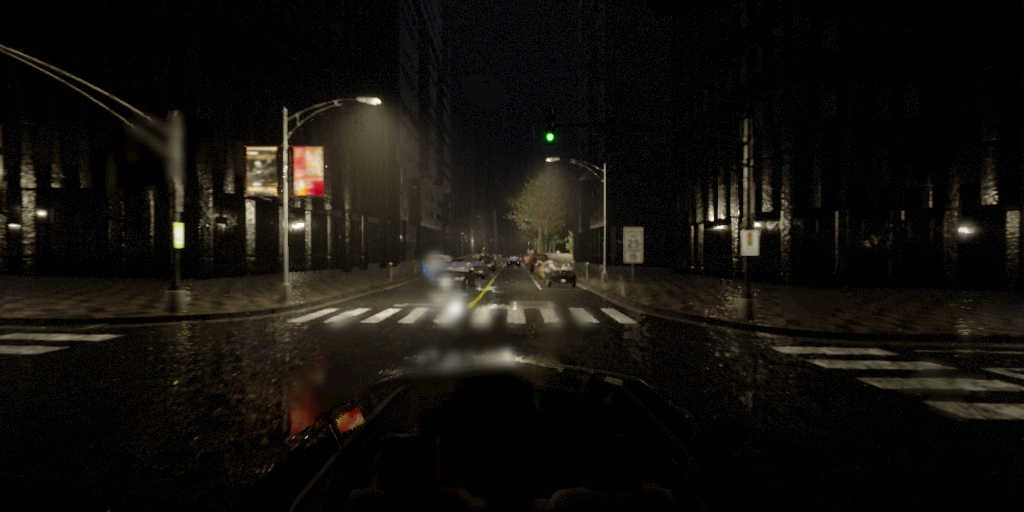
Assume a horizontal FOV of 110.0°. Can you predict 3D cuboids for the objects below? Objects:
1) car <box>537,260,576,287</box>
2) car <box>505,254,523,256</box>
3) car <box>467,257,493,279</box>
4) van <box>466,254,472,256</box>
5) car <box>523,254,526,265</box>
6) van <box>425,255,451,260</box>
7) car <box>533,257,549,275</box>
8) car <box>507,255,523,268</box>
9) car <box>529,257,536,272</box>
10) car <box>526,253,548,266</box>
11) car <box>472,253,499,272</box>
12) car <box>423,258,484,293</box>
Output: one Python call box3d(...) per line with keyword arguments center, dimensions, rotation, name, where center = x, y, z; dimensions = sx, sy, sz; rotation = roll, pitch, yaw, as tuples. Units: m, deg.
box3d(center=(2.850, 1.100, 22.041), dimensions=(2.007, 1.370, 4.403), rotation=(0, 0, 0), name="car")
box3d(center=(0.289, 0.764, 60.034), dimensions=(2.033, 1.411, 5.357), rotation=(0, 0, 0), name="car")
box3d(center=(-2.922, 1.035, 28.938), dimensions=(2.033, 1.411, 5.357), rotation=(0, 1, 1), name="car")
box3d(center=(-5.529, 0.646, 49.646), dimensions=(1.690, 1.789, 3.998), rotation=(0, 0, 0), name="van")
box3d(center=(3.026, 0.785, 55.288), dimensions=(1.751, 1.417, 4.829), rotation=(0, 0, 0), name="car")
box3d(center=(-5.646, 0.839, 27.597), dimensions=(1.690, 1.789, 3.998), rotation=(0, 0, 0), name="van")
box3d(center=(2.880, 1.026, 27.724), dimensions=(1.751, 1.417, 4.829), rotation=(0, 0, 0), name="car")
box3d(center=(0.235, 0.905, 49.907), dimensions=(1.895, 1.301, 4.718), rotation=(0, 1, 0), name="car")
box3d(center=(2.908, 1.003, 33.067), dimensions=(2.007, 1.370, 4.403), rotation=(0, 0, 0), name="car")
box3d(center=(2.938, 0.719, 38.579), dimensions=(2.192, 1.841, 5.009), rotation=(0, 0, 0), name="car")
box3d(center=(-2.822, 0.750, 39.078), dimensions=(2.097, 1.767, 4.553), rotation=(0, 1, 0), name="car")
box3d(center=(-2.999, 1.065, 19.198), dimensions=(2.128, 1.511, 4.902), rotation=(0, 1, 2), name="car")
